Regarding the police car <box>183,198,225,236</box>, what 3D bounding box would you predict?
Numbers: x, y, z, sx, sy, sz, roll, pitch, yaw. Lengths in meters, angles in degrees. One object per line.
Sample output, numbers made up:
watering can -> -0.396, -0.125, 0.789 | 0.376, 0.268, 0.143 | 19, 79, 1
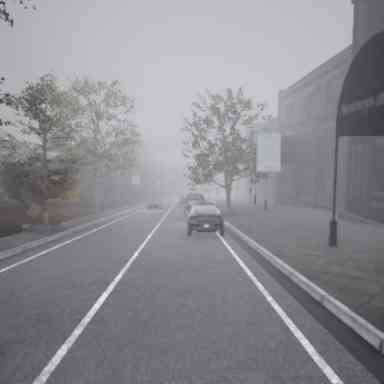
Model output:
police car -> 0.641, 1.386, 18.345 | 1.930, 1.638, 5.238 | 0, 0, -1

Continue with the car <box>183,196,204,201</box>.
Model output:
car -> 0.399, 1.421, 28.281 | 1.882, 1.535, 5.008 | 0, 0, -1

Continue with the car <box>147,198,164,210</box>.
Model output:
car -> -4.575, 1.488, 41.906 | 2.033, 1.411, 5.357 | 0, 0, -1

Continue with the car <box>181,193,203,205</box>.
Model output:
car -> 0.250, 1.157, 34.330 | 2.150, 2.045, 5.566 | 0, 0, -1

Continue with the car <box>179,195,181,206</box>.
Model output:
car -> -1.177, 1.505, 53.135 | 1.895, 1.301, 4.718 | 0, 0, -1

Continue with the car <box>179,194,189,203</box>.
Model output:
car -> -1.622, 1.226, 68.507 | 2.097, 1.767, 4.553 | 0, 0, 0
